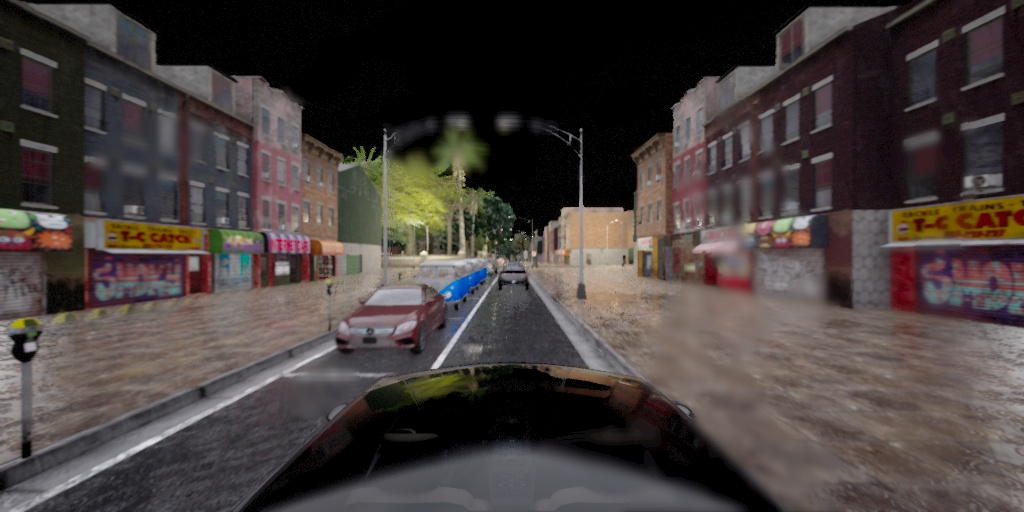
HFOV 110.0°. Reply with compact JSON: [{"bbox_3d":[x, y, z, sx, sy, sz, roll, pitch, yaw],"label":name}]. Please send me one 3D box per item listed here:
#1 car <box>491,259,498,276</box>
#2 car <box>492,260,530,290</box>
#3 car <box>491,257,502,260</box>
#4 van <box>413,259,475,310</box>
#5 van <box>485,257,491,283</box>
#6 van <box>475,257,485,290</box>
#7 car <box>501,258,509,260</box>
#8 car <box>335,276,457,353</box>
[{"bbox_3d":[-2.638,1.288,36.064,2.007,1.370,4.403,0,0,0],"label":"car"},{"bbox_3d":[0.098,1.234,22.570,2.128,1.511,4.902,0,0,0],"label":"car"},{"bbox_3d":[-2.638,1.054,41.527,2.192,1.841,5.009,0,0,0],"label":"car"},{"bbox_3d":[-2.638,1.085,14.207,1.690,1.789,3.998,0,0,0],"label":"van"},{"bbox_3d":[-2.638,1.081,25.136,1.690,1.789,3.998,0,0,0],"label":"van"},{"bbox_3d":[-2.638,1.083,19.672,1.690,1.789,3.998,0,0,0],"label":"van"},{"bbox_3d":[0.101,1.229,39.282,2.128,1.511,4.902,0,0,0],"label":"car"},{"bbox_3d":[-2.638,1.328,8.743,1.802,1.307,4.207,0,0,0],"label":"car"}]
